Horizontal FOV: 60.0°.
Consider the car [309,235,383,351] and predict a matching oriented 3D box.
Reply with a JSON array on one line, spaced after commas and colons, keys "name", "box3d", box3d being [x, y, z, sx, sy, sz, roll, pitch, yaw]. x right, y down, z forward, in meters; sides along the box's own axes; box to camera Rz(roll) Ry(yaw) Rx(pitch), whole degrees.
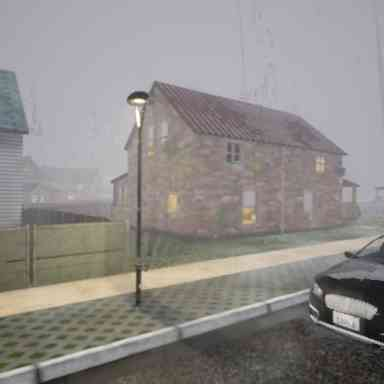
[{"name": "car", "box3d": [4.109, 1.505, 5.968, 4.902, 1.511, 2.128, 0, 0, -35]}]
